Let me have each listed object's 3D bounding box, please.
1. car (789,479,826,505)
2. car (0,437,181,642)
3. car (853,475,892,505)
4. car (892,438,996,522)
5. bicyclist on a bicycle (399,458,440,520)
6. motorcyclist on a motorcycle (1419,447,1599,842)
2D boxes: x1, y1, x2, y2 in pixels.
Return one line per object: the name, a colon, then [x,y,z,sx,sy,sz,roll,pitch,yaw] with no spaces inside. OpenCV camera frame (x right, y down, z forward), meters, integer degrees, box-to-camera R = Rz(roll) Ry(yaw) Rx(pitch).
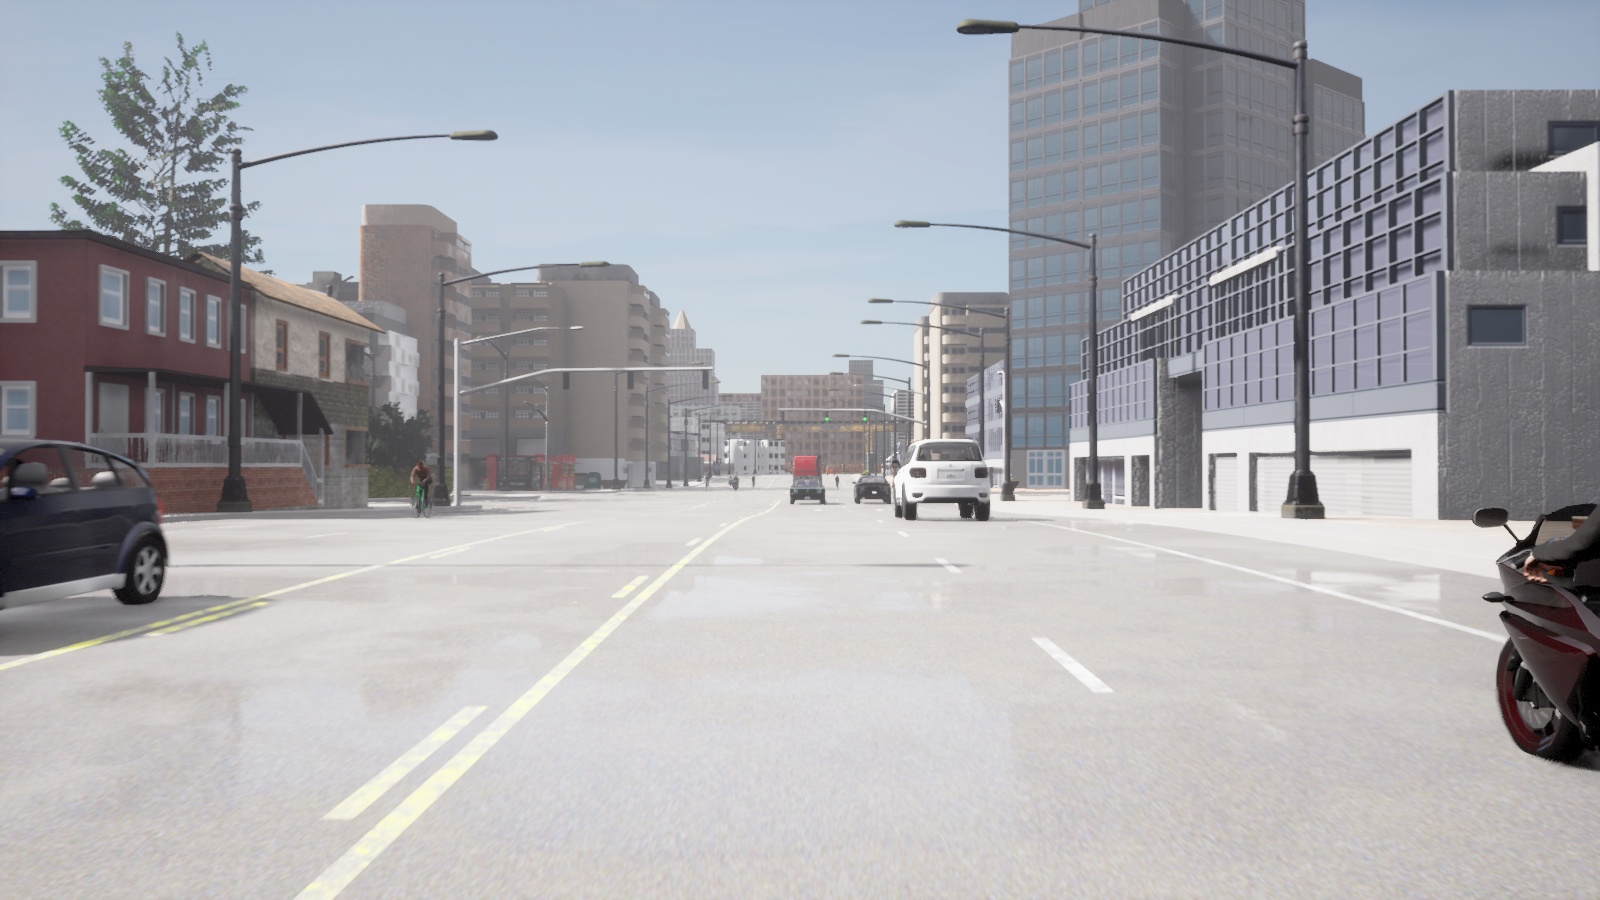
car: [0.398,2.226,66.990,1.895,1.301,4.718,0,-1,0]
car: [-6.926,0.672,10.367,1.789,1.549,3.705,0,0,0]
car: [3.906,2.127,68.233,1.882,1.535,5.008,0,-1,0]
car: [3.706,0.817,33.375,2.150,2.045,5.566,0,-2,0]
bicyclist on a bicycle: [-10.290,1.055,33.975,0.582,1.620,1.656,0,-2,0]
motorcyclist on a motorcycle: [3.546,0.756,5.228,0.866,1.530,2.191,0,0,0]
